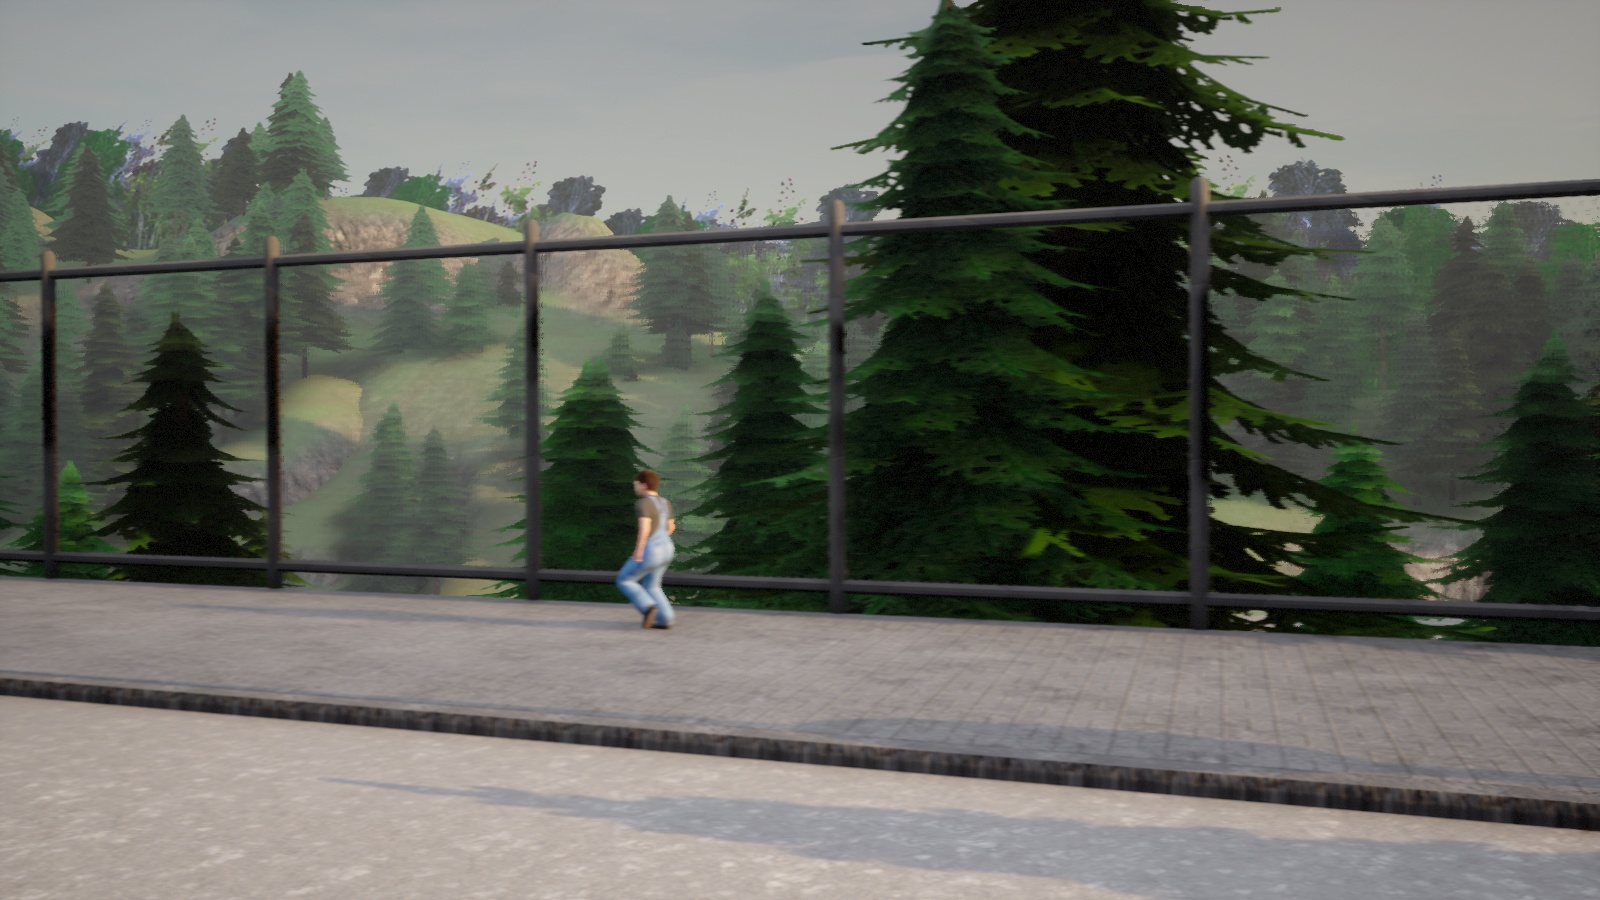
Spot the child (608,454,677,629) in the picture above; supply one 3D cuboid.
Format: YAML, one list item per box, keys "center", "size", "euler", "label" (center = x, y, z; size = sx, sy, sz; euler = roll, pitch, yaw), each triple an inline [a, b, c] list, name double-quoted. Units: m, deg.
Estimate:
- center: [-1.169, 0.663, 9.322]
  size: [0.437, 1.263, 0.270]
  euler: [1, 1, 29]
  label: "child"
